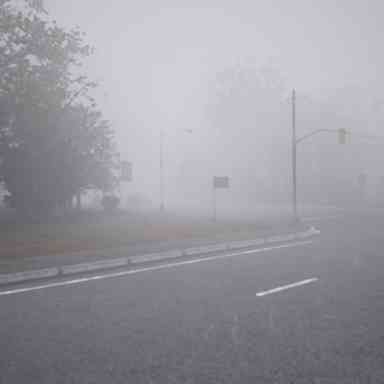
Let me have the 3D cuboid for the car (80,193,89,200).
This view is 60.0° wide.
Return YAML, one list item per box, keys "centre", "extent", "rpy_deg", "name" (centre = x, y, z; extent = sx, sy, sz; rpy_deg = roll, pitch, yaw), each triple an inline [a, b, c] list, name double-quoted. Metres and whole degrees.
- centre: [-26.575, 1.045, 82.788]
  extent: [1.882, 1.535, 5.008]
  rpy_deg: [-1, 1, -39]
  name: "car"

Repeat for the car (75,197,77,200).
- centre: [-29.583, 1.223, 80.950]
  extent: [1.895, 1.301, 4.718]
  rpy_deg: [-1, 1, -39]
  name: "car"

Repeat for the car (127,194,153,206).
- centre: [-7.432, 1.004, 47.427]
  extent: [2.097, 1.767, 4.553]
  rpy_deg: [-1, 1, -38]
  name: "car"

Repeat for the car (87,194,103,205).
- centre: [-12.982, 1.262, 48.807]
  extent: [2.033, 1.411, 5.357]
  rpy_deg: [-1, 1, -38]
  name: "car"
